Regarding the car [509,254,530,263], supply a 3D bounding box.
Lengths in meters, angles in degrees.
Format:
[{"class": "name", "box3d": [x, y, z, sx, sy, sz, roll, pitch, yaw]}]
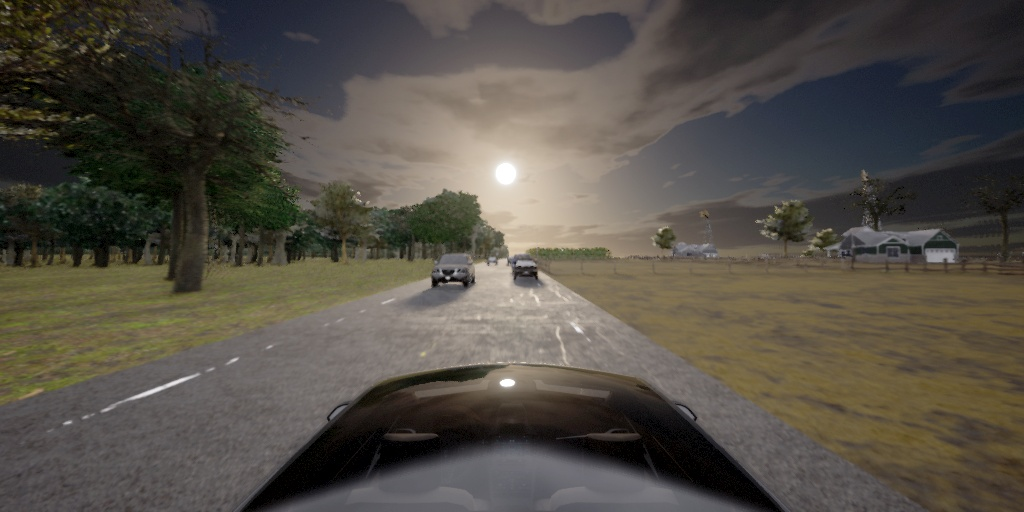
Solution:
[{"class": "car", "box3d": [1.056, 0.753, 39.046, 2.150, 2.045, 5.566, 0, 0, 0]}]

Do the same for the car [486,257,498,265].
[{"class": "car", "box3d": [-3.505, 0.870, 64.435, 1.812, 1.442, 4.674, 0, 0, 0]}]

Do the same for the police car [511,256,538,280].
[{"class": "police car", "box3d": [1.054, 1.017, 29.115, 1.930, 1.638, 5.238, 0, 0, 0]}]

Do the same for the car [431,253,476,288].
[{"class": "car", "box3d": [-3.589, 0.850, 22.872, 2.150, 2.045, 5.566, 0, 0, 0]}]
